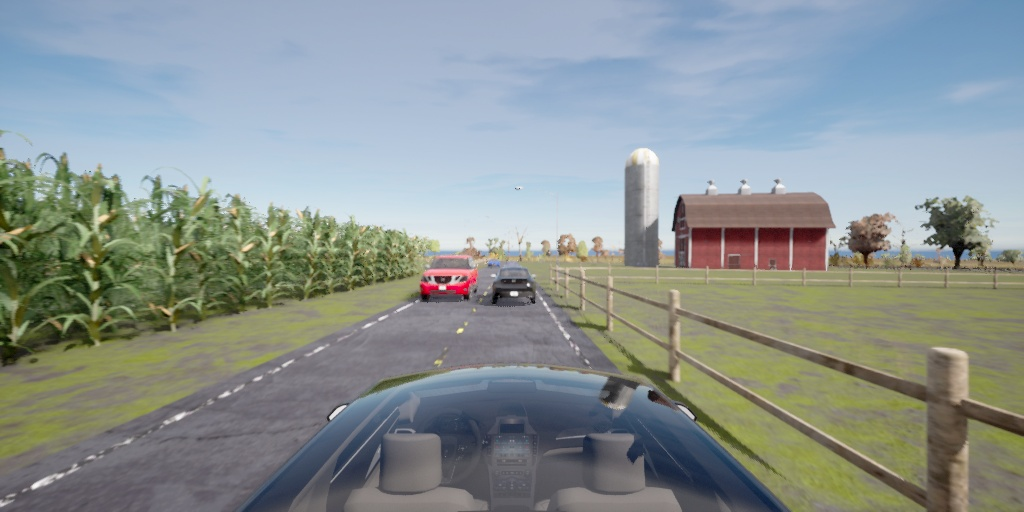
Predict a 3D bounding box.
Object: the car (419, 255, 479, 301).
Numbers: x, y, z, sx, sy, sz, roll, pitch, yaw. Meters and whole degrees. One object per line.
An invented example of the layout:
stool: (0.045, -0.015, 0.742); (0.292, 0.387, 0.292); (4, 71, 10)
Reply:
car: (-2.874, 0.955, 17.534); (2.150, 2.045, 5.566); (0, 0, 0)

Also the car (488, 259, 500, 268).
car: (-2.942, 1.199, 59.237); (1.882, 1.535, 5.008); (0, 0, 0)

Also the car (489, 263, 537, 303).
car: (0.079, 1.239, 16.576); (1.837, 1.490, 4.892); (0, 0, 0)

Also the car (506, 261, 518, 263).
car: (0.016, 1.267, 38.963); (2.033, 1.411, 5.357); (0, 0, 0)
